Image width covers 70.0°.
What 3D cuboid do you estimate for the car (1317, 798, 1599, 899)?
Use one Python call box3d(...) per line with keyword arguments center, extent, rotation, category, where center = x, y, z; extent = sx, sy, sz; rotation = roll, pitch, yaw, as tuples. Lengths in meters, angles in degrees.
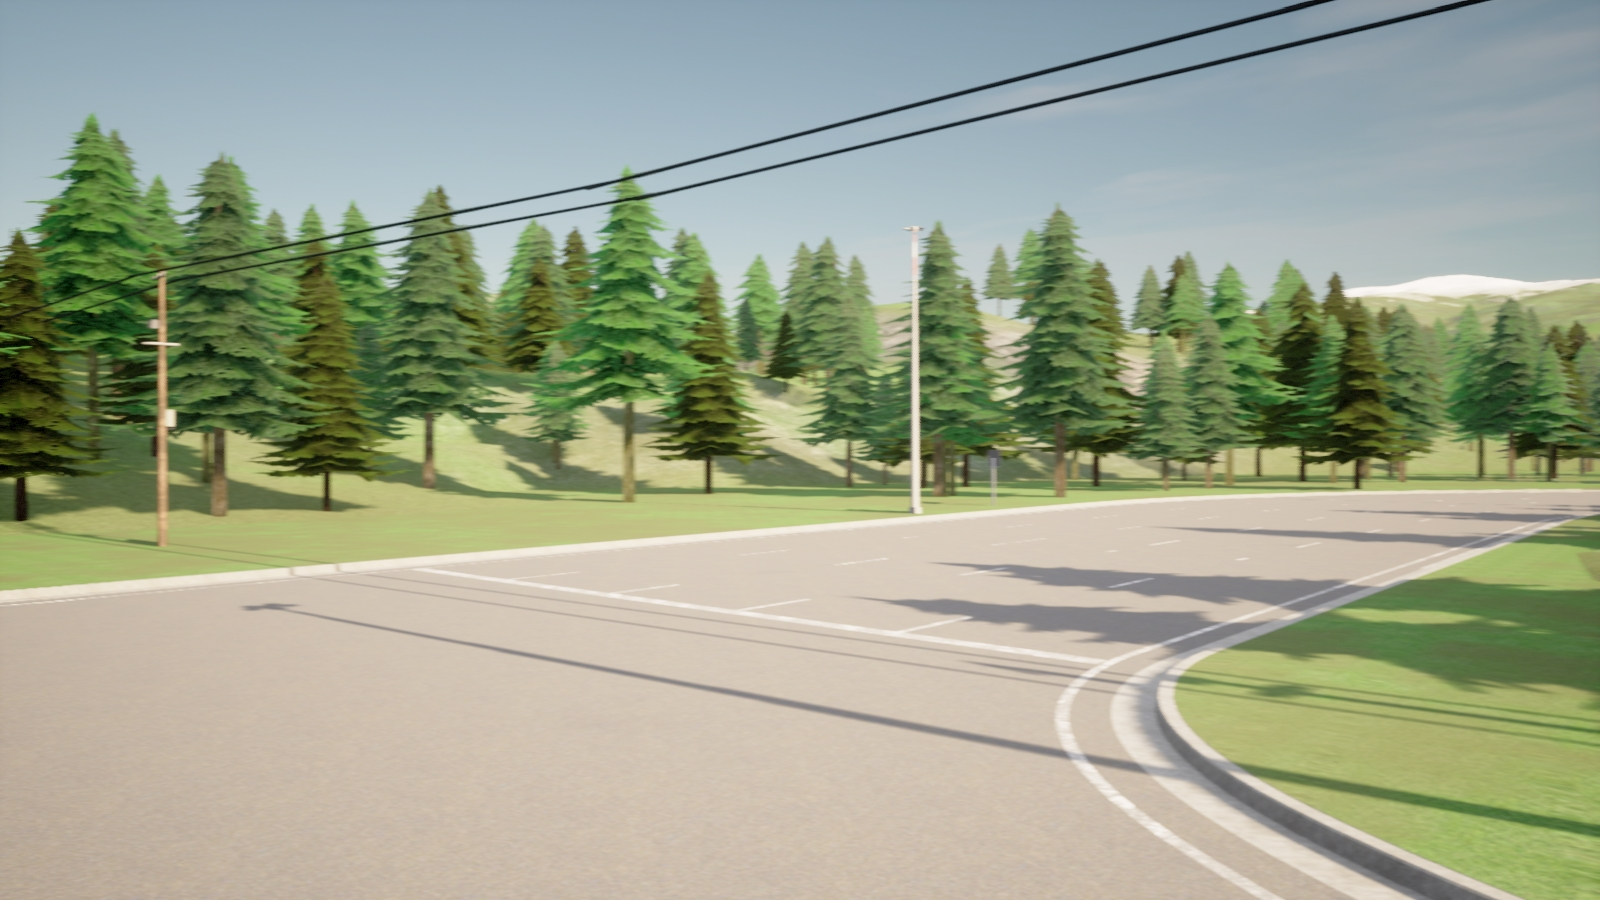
box3d(center=(3.473, 1.975, 1.431), extent=(5.238, 1.638, 2.097), rotation=(0, 0, 35), category="car")
